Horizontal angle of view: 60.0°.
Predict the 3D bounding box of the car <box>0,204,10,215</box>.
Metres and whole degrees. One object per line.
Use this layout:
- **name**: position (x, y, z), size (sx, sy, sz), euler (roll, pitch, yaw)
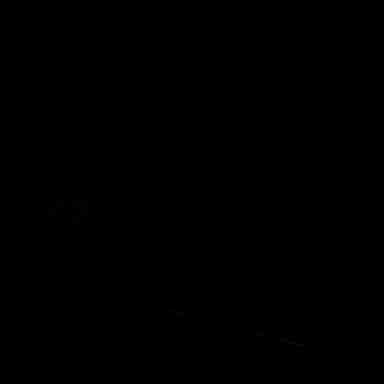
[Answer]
- **car**: position (-21.149, 1.818, 35.213), size (1.994, 1.385, 4.181), euler (0, 0, -1)
